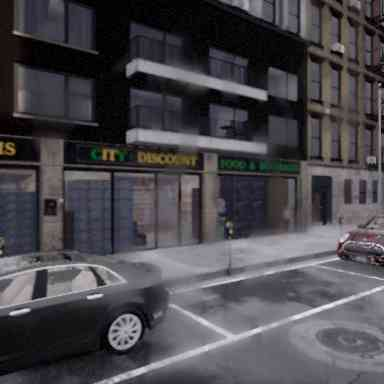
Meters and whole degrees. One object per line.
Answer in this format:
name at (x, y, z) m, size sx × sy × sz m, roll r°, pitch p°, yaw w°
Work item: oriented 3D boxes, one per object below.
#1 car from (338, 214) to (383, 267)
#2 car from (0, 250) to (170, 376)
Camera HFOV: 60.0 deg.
car at (6.581, 1.447, 10.880) m, size 4.097 × 1.590 × 1.967 m, roll 0°, pitch 0°, yaw -35°
car at (-2.393, 1.551, 4.481) m, size 4.403 × 1.369 × 2.008 m, roll 0°, pitch 0°, yaw -35°
